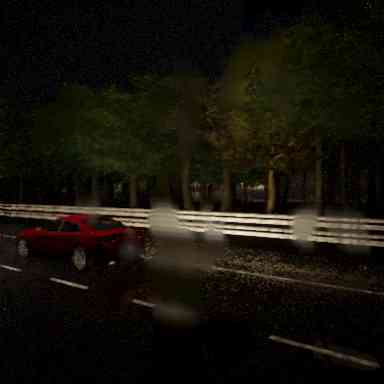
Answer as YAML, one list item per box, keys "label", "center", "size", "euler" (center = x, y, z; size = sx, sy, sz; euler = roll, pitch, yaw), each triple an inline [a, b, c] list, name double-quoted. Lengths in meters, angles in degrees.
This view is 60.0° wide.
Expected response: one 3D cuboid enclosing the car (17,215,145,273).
- label: "car"
  center: [-3.758, 1.494, 10.852]
  size: [5.008, 1.535, 1.882]
  euler: [-1, 0, 36]
